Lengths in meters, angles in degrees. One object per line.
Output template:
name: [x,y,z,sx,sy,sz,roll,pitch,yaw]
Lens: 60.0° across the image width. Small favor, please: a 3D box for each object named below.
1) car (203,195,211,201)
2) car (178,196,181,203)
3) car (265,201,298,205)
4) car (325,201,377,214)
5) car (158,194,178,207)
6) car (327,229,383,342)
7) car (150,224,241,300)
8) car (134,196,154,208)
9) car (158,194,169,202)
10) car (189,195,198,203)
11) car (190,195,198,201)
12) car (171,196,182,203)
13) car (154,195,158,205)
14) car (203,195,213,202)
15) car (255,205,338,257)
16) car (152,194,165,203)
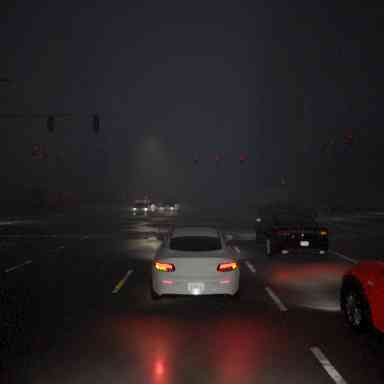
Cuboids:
car: [4.042,1.467,89.213,1.882,1.535,5.008,0,0,1]
car: [-3.510,1.497,60.401,1.837,1.490,4.892,0,0,1]
car: [7.845,1.474,27.485,5.008,1.535,1.882,0,0,0]
car: [16.431,1.596,34.622,4.718,1.301,1.895,0,0,0]
car: [-3.674,1.471,51.174,1.882,1.535,5.008,0,0,1]
car: [3.604,1.352,3.919,2.097,1.767,4.553,0,0,0]
car: [0.067,1.525,8.250,1.812,1.442,4.674,0,0,0]
car: [-7.212,1.472,48.782,1.882,1.535,5.008,0,0,1]
car: [-6.643,1.331,78.197,2.097,1.767,4.553,0,0,1]
car: [0.316,1.592,69.683,1.895,1.301,4.718,0,0,1]
car: [0.543,1.584,89.301,1.895,1.301,4.718,0,0,1]
car: [-3.263,1.531,70.996,2.033,1.411,5.357,0,0,1]
car: [-7.060,1.484,58.049,2.128,1.511,4.902,0,0,1]
car: [3.873,1.468,79.099,1.882,1.535,5.008,0,0,1]
car: [3.654,1.476,12.959,1.882,1.535,5.008,0,0,2]
car: [-6.823,1.344,68.108,2.097,1.767,4.553,0,0,1]
